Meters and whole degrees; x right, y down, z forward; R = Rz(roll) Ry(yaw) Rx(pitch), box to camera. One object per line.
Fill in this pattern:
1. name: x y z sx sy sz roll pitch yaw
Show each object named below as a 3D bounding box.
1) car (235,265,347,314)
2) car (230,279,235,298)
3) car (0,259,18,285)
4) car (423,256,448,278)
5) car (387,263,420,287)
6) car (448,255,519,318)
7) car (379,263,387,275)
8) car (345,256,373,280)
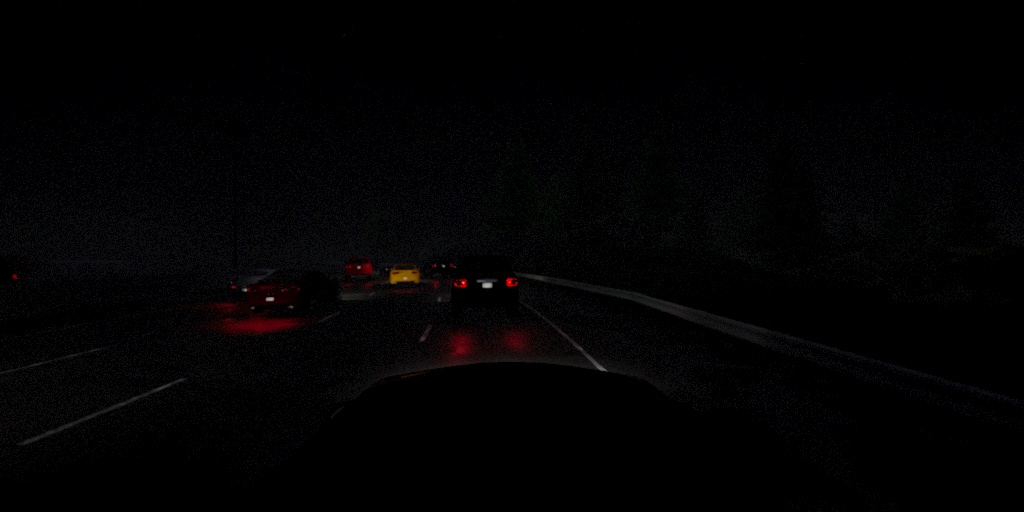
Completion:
1. car: -8.435 1.280 14.317 1.882 1.535 5.008 0 0 -10
2. car: -12.993 1.358 19.001 1.812 1.442 4.674 0 0 -14
3. car: -22.605 1.120 13.507 2.150 2.045 5.566 0 0 -12
4. car: -7.097 1.009 34.385 2.150 2.045 5.566 0 0 -22
5. car: -7.467 1.271 25.039 1.882 1.535 5.008 0 0 -17
6. car: -1.153 0.976 13.367 2.150 2.045 5.566 0 0 -9
7. car: -13.690 1.432 40.050 1.895 1.301 4.718 0 0 -28
8. car: -13.862 1.055 32.476 2.150 2.045 5.566 0 0 -23
